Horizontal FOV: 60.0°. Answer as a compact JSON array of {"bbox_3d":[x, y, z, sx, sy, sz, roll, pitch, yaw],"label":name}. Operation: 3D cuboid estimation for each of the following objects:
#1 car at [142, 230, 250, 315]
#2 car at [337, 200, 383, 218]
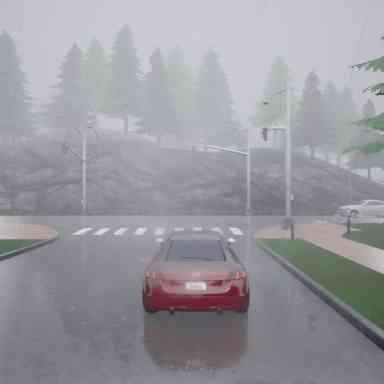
[{"bbox_3d":[0.084,1.564,7.648,1.994,1.385,4.181,0,0,0],"label":"car"},{"bbox_3d":[14.374,1.363,27.170,4.674,1.442,1.812,0,0,0],"label":"car"}]
